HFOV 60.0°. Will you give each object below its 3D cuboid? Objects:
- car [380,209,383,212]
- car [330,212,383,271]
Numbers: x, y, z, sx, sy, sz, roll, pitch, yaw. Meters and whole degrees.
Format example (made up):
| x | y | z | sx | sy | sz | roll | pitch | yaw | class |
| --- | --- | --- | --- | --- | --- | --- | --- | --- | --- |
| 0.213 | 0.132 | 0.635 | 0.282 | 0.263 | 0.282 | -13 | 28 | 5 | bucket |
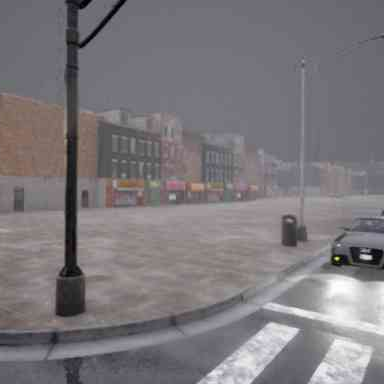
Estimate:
| x | y | z | sx | sy | sz | roll | pitch | yaw | class |
| --- | --- | --- | --- | --- | --- | --- | --- | --- | --- |
| 10.739 | 1.524 | 17.447 | 1.895 | 1.301 | 4.718 | 1 | 1 | 35 | car |
| 5.700 | 1.513 | 10.309 | 1.994 | 1.385 | 4.181 | 1 | 1 | 36 | car |
